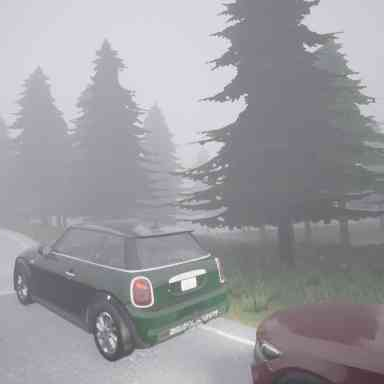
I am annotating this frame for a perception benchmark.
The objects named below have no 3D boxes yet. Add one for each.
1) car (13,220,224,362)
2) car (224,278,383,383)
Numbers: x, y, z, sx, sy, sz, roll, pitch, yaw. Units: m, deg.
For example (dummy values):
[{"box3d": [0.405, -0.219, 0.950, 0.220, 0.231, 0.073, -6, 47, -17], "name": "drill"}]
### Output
[{"box3d": [-1.576, 1.309, 6.208, 4.553, 1.767, 2.097, 1, 1, 44], "name": "car"}, {"box3d": [2.757, 1.532, 2.592, 4.674, 1.442, 1.812, 1, 0, 36], "name": "car"}]
